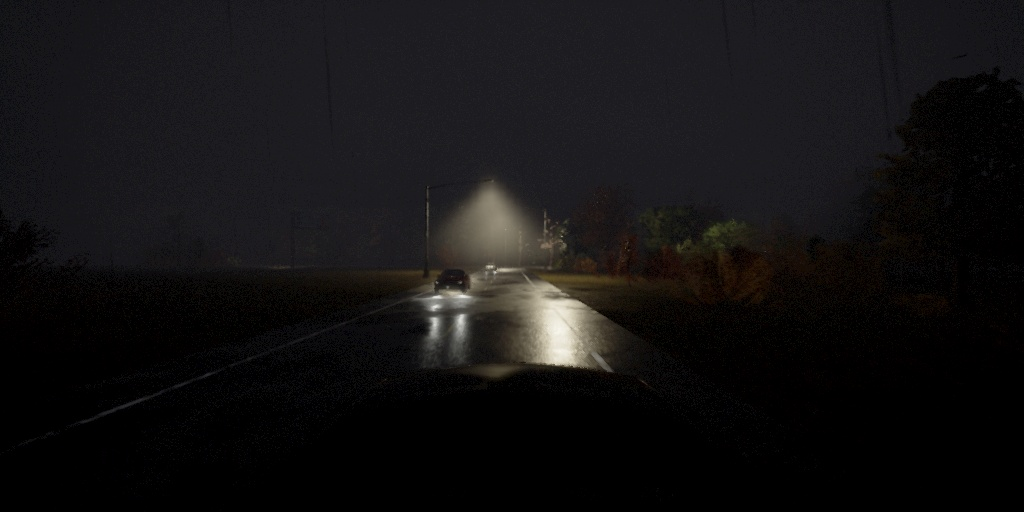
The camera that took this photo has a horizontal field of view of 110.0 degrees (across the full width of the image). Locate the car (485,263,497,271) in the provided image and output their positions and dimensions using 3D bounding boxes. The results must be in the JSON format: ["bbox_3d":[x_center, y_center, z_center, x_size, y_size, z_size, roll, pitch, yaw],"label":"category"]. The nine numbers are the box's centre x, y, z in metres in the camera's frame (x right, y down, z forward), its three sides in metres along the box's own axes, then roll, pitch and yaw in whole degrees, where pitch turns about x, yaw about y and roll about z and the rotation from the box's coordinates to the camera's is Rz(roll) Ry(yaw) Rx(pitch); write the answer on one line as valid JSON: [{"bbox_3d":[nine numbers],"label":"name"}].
[{"bbox_3d":[-3.728,1.956,63.710,1.812,1.442,4.674,0,-1,0],"label":"car"}]

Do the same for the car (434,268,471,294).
[{"bbox_3d":[-3.663,1.519,22.724,1.812,1.442,4.674,0,-1,0],"label":"car"}]
